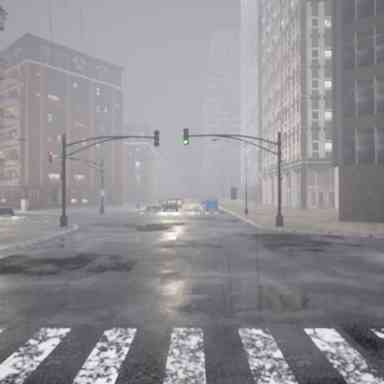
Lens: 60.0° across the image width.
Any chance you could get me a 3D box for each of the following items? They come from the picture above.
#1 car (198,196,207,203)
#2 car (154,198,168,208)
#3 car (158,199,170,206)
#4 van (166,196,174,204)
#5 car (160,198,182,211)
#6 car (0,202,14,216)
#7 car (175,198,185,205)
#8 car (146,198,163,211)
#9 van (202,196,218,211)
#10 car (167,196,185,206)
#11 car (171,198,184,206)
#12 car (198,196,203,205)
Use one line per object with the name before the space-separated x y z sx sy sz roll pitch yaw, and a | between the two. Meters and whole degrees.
car | 2.684 1.892 84.554 2.192 1.841 5.009 0 -1 0
car | -5.233 1.795 56.803 1.967 1.590 4.097 0 0 0
car | -5.226 1.963 62.354 1.947 1.339 4.313 0 0 0
van | -5.202 1.870 79.011 1.690 1.788 3.998 0 0 0
car | -2.766 1.870 44.827 1.895 1.301 4.718 0 0 0
car | -21.364 1.852 36.608 5.008 1.535 1.882 -1 -1 41
car | -2.647 2.039 73.675 1.994 1.385 4.181 0 0 0
car | -5.249 1.799 45.527 1.752 1.417 4.829 0 0 0
van | 2.633 1.616 45.687 1.690 1.788 3.998 0 0 0
car | -2.748 1.686 53.955 2.097 1.767 4.553 0 0 0
car | -2.708 1.900 63.794 2.128 1.511 4.902 0 0 1
car | 2.662 1.986 67.894 1.887 1.381 4.507 0 0 0
